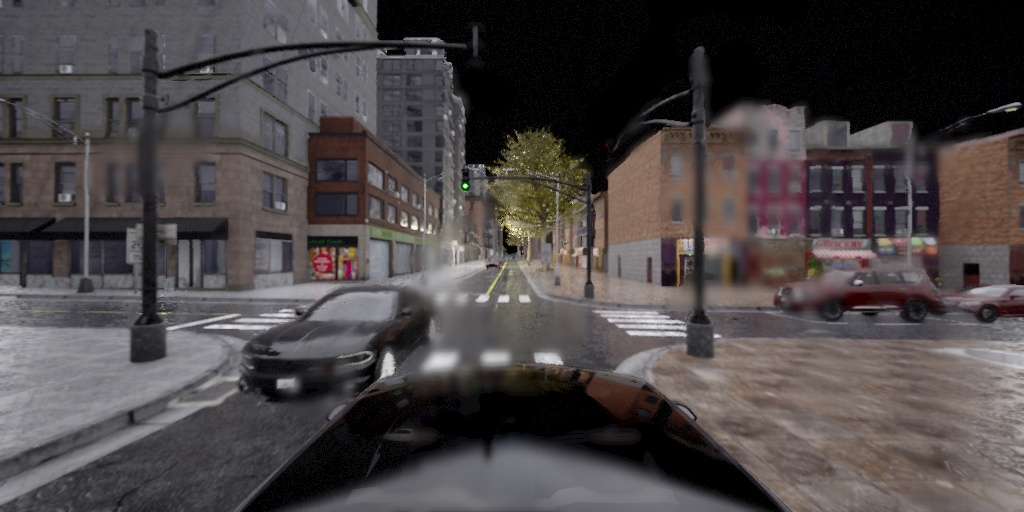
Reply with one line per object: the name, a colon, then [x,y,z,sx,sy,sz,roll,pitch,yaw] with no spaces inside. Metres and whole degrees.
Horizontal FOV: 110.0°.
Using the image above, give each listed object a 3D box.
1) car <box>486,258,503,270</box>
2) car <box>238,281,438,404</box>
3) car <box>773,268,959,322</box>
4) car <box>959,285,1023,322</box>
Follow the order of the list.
car: [-2.757,1.091,53.365,2.097,1.767,4.553,0,0,0]
car: [-2.744,1.304,6.876,1.882,1.535,5.008,0,0,0]
car: [12.701,1.374,13.345,5.009,1.841,2.192,0,0,0]
car: [18.103,1.718,13.353,4.207,1.307,1.802,0,0,0]
